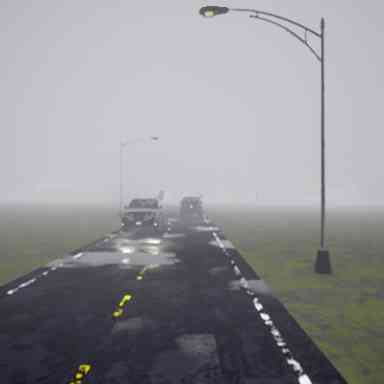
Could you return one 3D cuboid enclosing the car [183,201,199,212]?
[{"bbox_3d":[-0.151,1.909,44.400,1.994,1.385,4.181,0,0,0],"label":"car"}]

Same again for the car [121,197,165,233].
[{"bbox_3d":[-2.959,1.379,21.125,2.150,2.045,5.566,0,0,0],"label":"car"}]

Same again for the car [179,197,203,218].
[{"bbox_3d":[-0.078,1.475,33.217,2.150,2.045,5.566,0,0,0],"label":"car"}]
